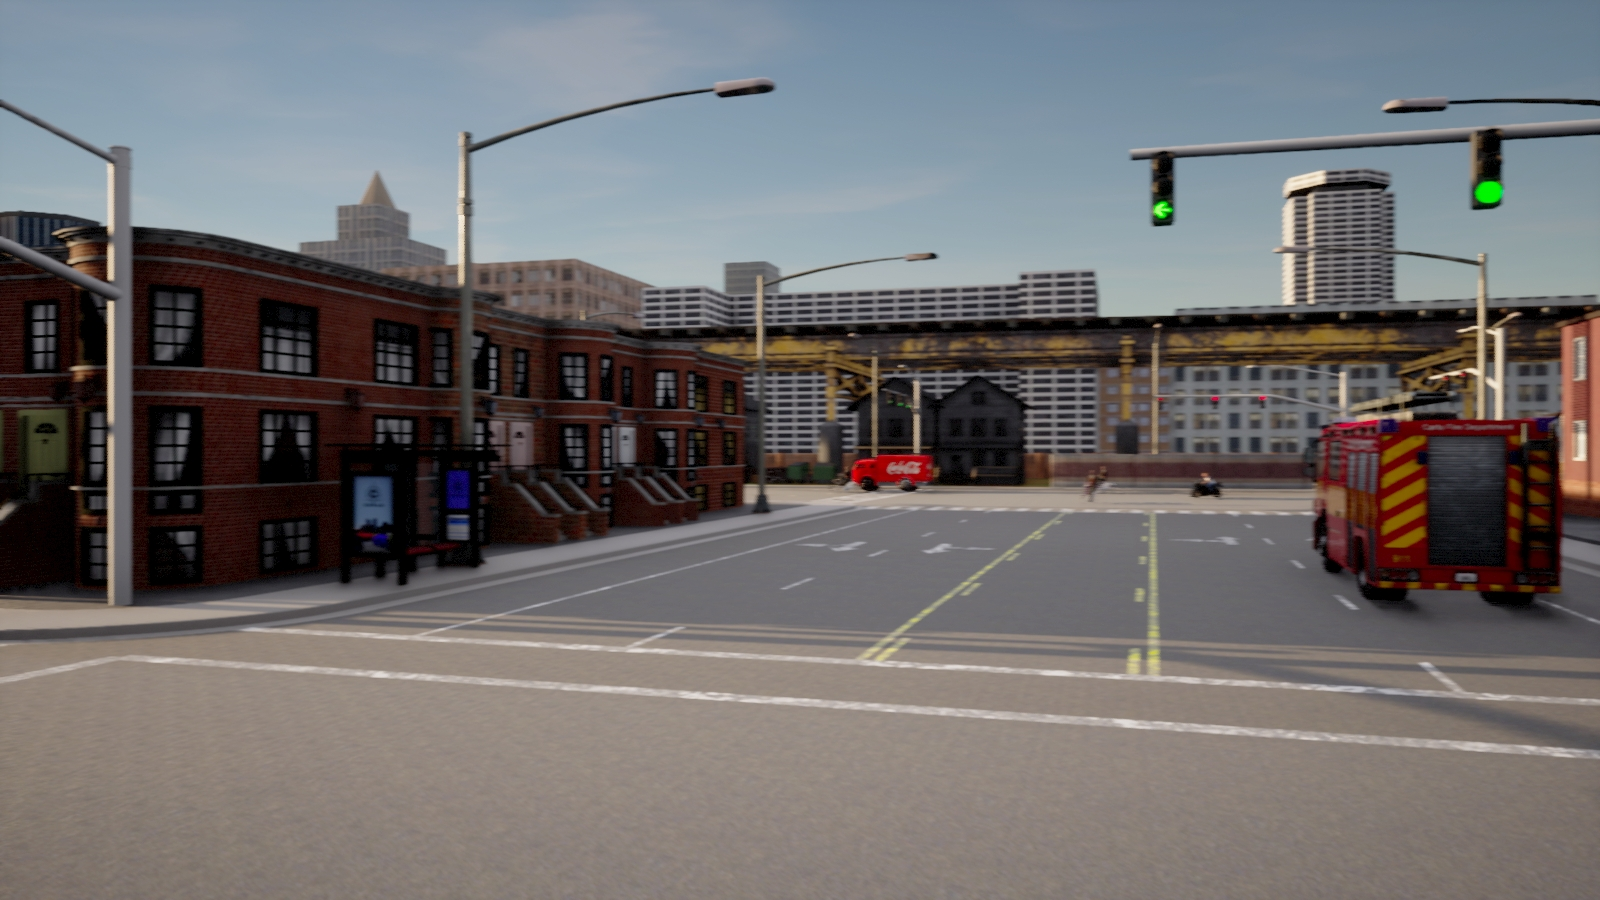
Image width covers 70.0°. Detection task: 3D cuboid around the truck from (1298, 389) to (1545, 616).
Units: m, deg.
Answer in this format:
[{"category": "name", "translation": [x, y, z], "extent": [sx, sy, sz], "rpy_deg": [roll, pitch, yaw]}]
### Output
[{"category": "truck", "translation": [12.434, 0.887, 23.747], "extent": [2.891, 3.827, 8.468], "rpy_deg": [0, 0, 17]}]

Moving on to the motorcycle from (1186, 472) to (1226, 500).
[{"category": "motorcycle", "translation": [23.031, 2.034, 64.823], "extent": [2.033, 1.505, 0.803], "rpy_deg": [0, 1, -16]}]

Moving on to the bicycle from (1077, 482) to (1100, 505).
[{"category": "bicycle", "translation": [14.924, 2.240, 59.022], "extent": [0.329, 1.126, 1.835], "rpy_deg": [3, 2, 40]}]

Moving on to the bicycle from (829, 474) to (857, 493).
[{"category": "bicycle", "translation": [2.826, 2.195, 74.806], "extent": [1.835, 1.251, 0.329], "rpy_deg": [0, 0, 17]}]

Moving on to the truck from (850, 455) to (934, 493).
[{"category": "truck", "translation": [6.235, 1.590, 77.420], "extent": [5.204, 2.467, 2.627], "rpy_deg": [0, 0, 17]}]
